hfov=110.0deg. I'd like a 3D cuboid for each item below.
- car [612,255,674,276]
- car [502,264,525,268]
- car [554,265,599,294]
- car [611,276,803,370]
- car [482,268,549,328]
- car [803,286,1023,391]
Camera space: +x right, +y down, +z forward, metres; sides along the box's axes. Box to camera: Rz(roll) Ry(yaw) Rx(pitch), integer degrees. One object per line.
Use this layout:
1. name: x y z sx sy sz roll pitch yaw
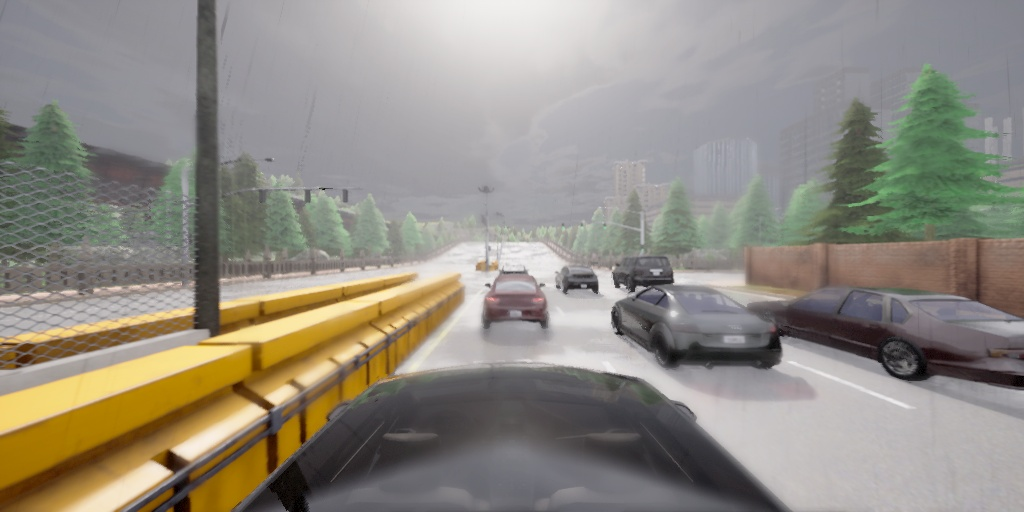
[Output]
1. car: 7.352 0.979 20.562 2.150 2.045 5.566 0 0 3
2. car: 0.106 1.251 22.703 2.128 1.511 4.902 0 0 0
3. car: 3.605 1.263 20.372 1.837 1.490 4.892 0 0 0
4. car: 3.600 1.317 7.809 1.994 1.385 4.181 0 0 0
5. car: 0.102 1.280 11.258 1.812 1.442 4.674 0 0 0
6. car: 7.101 1.300 7.076 2.033 1.411 5.357 0 0 0
